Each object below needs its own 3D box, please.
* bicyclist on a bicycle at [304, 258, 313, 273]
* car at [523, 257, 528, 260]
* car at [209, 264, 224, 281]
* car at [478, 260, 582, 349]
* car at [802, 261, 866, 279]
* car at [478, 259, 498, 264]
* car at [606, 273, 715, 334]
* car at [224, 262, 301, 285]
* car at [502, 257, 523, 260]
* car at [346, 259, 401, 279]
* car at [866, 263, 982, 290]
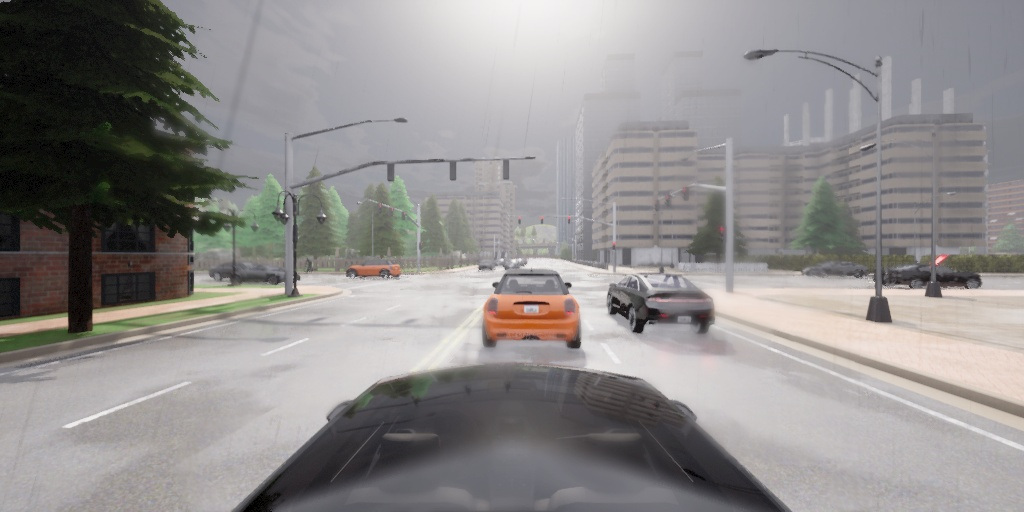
[{"bbox_3d":[-22.756,1.036,40.073,0.582,1.620,1.656,0,0,4],"label":"bicyclist on a bicycle"},{"bbox_3d":[1.308,1.218,65.468,2.128,1.511,4.902,0,0,5],"label":"car"},{"bbox_3d":[-21.704,1.245,28.993,4.892,1.490,1.837,0,0,4],"label":"car"},{"bbox_3d":[0.518,1.099,9.386,2.097,1.767,4.553,0,0,3],"label":"car"},{"bbox_3d":[29.243,1.229,32.532,4.902,1.511,2.128,0,0,4],"label":"car"},{"bbox_3d":[-3.444,1.236,48.987,1.837,1.490,4.892,0,0,4],"label":"car"},{"bbox_3d":[4.093,1.238,10.614,2.128,1.511,4.902,0,0,4],"label":"car"},{"bbox_3d":[-17.216,1.304,25.156,4.181,1.385,1.994,0,0,4],"label":"car"},{"bbox_3d":[0.030,1.223,48.506,2.128,1.511,4.902,0,0,4],"label":"car"},{"bbox_3d":[-12.347,1.091,31.938,4.553,1.767,2.097,0,0,8],"label":"car"},{"bbox_3d":[25.545,1.219,22.100,5.008,1.535,1.882,0,0,4],"label":"car"}]
